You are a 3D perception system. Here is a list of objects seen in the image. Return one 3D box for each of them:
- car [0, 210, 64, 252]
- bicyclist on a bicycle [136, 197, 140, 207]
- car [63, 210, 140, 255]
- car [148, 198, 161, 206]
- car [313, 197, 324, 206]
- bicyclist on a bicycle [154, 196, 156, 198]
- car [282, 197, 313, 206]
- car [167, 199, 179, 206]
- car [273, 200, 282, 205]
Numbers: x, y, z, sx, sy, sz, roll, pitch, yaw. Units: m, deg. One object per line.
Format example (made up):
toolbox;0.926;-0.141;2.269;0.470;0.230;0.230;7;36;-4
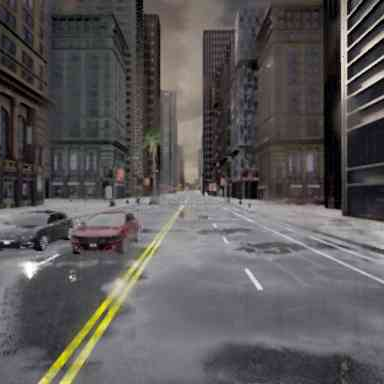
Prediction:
car;-6.614;1.575;14.315;1.837;1.490;4.892;0;0;0
bicyclist on a bicycle;-8.923;1.672;55.413;0.582;1.620;1.656;-3;-3;7
car;-3.363;1.545;13.802;1.882;1.535;5.008;0;0;0
car;-6.552;1.771;58.963;2.033;1.411;5.357;0;0;0
car;25.766;1.907;65.206;5.009;1.841;2.192;1;-1;0
bicyclist on a bicycle;-9.464;1.786;84.931;1.509;1.612;0.866;0;-18;-39
car;20.675;2.068;65.215;4.507;1.381;1.887;1;-1;0
car;-3.301;1.870;58.935;1.895;1.301;4.718;0;0;0
car;20.528;2.098;73.743;4.829;1.417;1.752;1;-1;0
